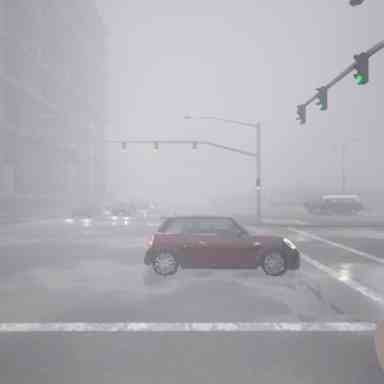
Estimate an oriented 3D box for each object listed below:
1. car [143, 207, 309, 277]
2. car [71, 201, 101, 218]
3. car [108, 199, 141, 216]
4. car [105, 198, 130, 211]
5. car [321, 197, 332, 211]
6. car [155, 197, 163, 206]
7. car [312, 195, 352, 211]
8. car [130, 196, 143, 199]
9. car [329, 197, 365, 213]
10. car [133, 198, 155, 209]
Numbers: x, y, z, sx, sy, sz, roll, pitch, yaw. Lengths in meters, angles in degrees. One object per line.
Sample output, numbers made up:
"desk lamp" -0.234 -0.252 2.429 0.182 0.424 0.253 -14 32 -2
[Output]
"car" 0.874 1.460 10.178 4.553 1.767 2.097 0 0 0
"car" -10.768 1.745 34.028 1.882 1.535 5.008 0 0 0
"car" -7.255 1.833 36.390 2.033 1.411 5.357 0 0 0
"car" -10.709 1.915 46.944 2.033 1.411 5.357 0 0 0
"car" 21.713 1.798 48.942 3.905 1.438 1.784 0 0 1
"car" -7.033 1.877 67.325 2.097 1.767 4.553 0 0 1
"car" 21.693 1.609 51.627 4.605 1.855 1.932 0 0 1
"car" -10.582 1.720 63.465 2.150 2.045 5.566 0 -1 1
"car" 21.679 1.807 46.047 3.806 1.475 1.970 0 0 1
"car" -7.201 1.929 48.747 2.033 1.411 5.357 0 0 0
